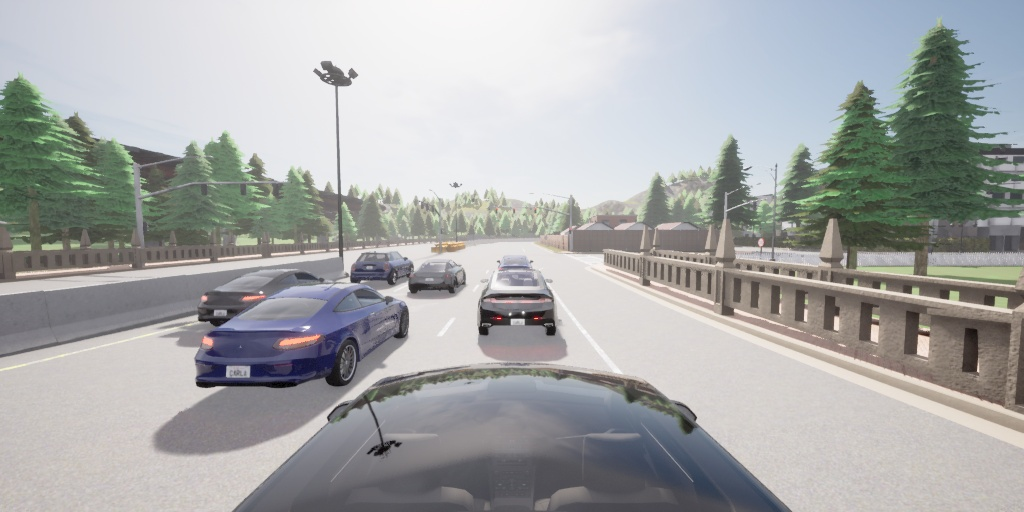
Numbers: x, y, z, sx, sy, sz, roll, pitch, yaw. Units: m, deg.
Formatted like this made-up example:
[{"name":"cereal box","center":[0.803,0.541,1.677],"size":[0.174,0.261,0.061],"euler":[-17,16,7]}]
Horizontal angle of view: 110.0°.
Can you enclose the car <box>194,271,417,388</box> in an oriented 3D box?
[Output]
[{"name":"car","center":[-3.379,1.214,6.738],"size":[1.812,1.442,4.674],"euler":[0,1,0]}]

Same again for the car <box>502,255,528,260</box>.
[{"name":"car","center":[0.167,0.657,18.923],"size":[1.812,1.442,4.674],"euler":[0,3,0]}]

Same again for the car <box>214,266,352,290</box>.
[{"name":"car","center":[-6.861,1.090,10.747],"size":[1.812,1.442,4.674],"euler":[0,2,0]}]

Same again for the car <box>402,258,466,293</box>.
[{"name":"car","center":[-3.345,0.823,16.650],"size":[1.994,1.385,4.181],"euler":[0,3,1]}]

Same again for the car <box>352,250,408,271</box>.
[{"name":"car","center":[-6.831,0.460,19.338],"size":[2.097,1.767,4.553],"euler":[0,3,0]}]

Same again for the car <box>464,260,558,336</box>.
[{"name":"car","center":[0.132,1.082,9.924],"size":[2.128,1.511,4.902],"euler":[0,2,0]}]
